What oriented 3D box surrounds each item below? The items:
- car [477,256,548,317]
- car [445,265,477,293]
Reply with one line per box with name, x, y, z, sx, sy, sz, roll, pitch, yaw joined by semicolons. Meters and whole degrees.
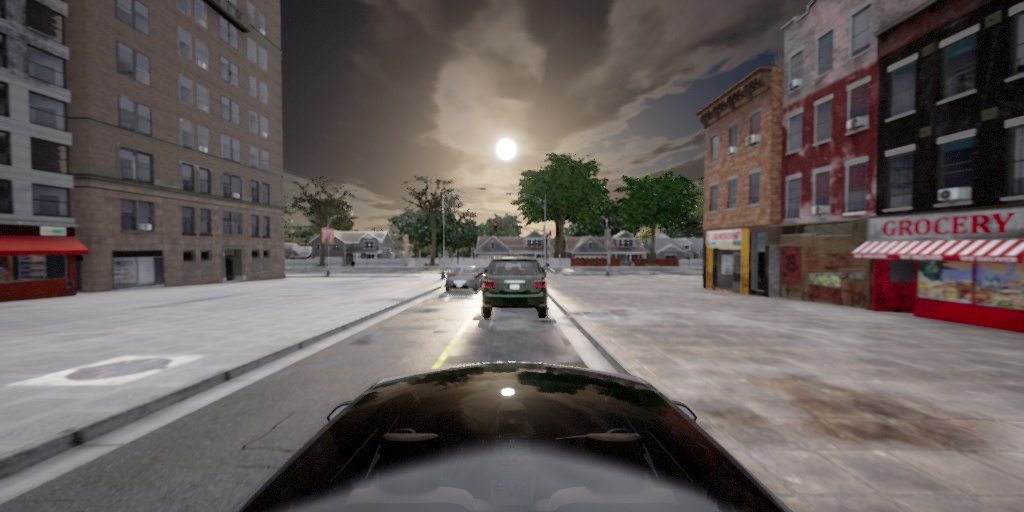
car;0.093;1.033;13.610;2.150;2.045;5.566;0;0;0
car;-2.840;1.339;21.890;2.128;1.511;4.902;0;0;0
